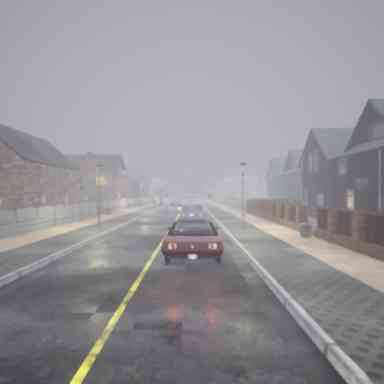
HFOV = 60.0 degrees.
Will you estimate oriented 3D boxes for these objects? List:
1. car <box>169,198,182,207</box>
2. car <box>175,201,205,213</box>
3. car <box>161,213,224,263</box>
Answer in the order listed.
[{"bbox_3d":[-2.788,1.813,57.406,1.812,1.442,4.674,0,-1,1],"label":"car"},{"bbox_3d":[0.025,1.643,25.515,2.033,1.411,5.357,0,0,0],"label":"car"},{"bbox_3d":[0.039,1.643,12.094,1.895,1.301,4.718,0,0,1],"label":"car"}]
